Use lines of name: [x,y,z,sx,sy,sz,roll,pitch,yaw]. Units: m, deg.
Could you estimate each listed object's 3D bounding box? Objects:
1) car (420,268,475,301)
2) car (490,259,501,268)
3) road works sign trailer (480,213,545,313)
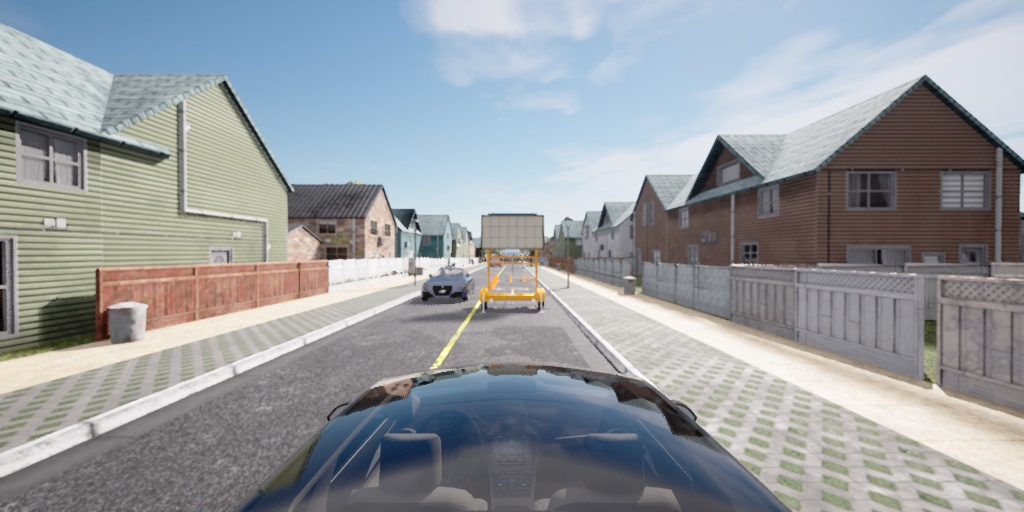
car: [-2.823,1.243,16.560,1.994,1.385,4.181,0,0,0]
car: [-2.715,1.159,59.029,1.812,1.442,4.674,0,0,1]
road works sign trailer: [0.026,0.156,13.723,2.380,3.560,2.880,0,0,0]
